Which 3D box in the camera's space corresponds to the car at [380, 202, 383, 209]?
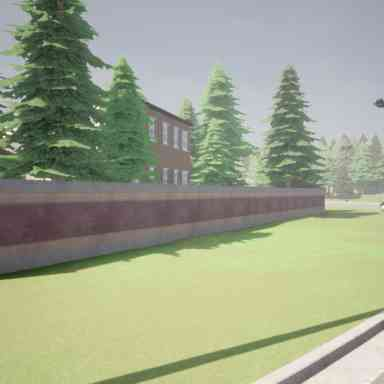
[{"bbox_3d":[25.199,1.505,40.693,1.837,1.490,4.892,0,0,-6],"label":"car"}]
